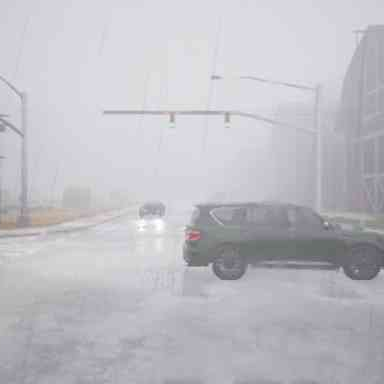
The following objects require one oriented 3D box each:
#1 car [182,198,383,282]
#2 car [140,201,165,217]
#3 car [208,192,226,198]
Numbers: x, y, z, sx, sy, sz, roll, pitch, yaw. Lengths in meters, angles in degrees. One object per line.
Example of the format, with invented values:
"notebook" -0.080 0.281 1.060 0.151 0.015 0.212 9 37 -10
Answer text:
"car" 2.492 1.286 9.303 5.566 2.045 2.150 0 0 1
"car" -3.525 1.511 30.293 1.895 1.301 4.718 0 0 0
"car" 4.271 0.974 58.862 1.905 1.878 3.866 -8 4 -42
